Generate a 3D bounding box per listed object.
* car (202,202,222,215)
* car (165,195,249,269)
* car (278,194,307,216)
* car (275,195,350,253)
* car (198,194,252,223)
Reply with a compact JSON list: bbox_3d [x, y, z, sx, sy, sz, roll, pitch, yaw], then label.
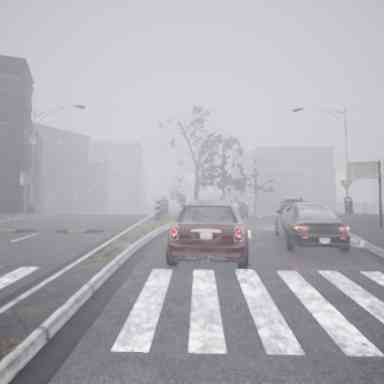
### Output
[{"bbox_3d":[3.520,2.979,60.745,2.150,2.045,5.566,1,-1,-12],"label":"car"},{"bbox_3d":[0.595,0.989,10.123,2.097,1.767,4.553,0,2,7],"label":"car"},{"bbox_3d":[7.844,1.062,25.793,1.837,1.490,4.892,-1,-4,20],"label":"car"},{"bbox_3d":[4.031,1.086,11.619,1.812,1.442,4.674,0,3,8],"label":"car"},{"bbox_3d":[2.112,0.854,19.585,2.033,1.411,5.357,-1,0,18],"label":"car"}]
